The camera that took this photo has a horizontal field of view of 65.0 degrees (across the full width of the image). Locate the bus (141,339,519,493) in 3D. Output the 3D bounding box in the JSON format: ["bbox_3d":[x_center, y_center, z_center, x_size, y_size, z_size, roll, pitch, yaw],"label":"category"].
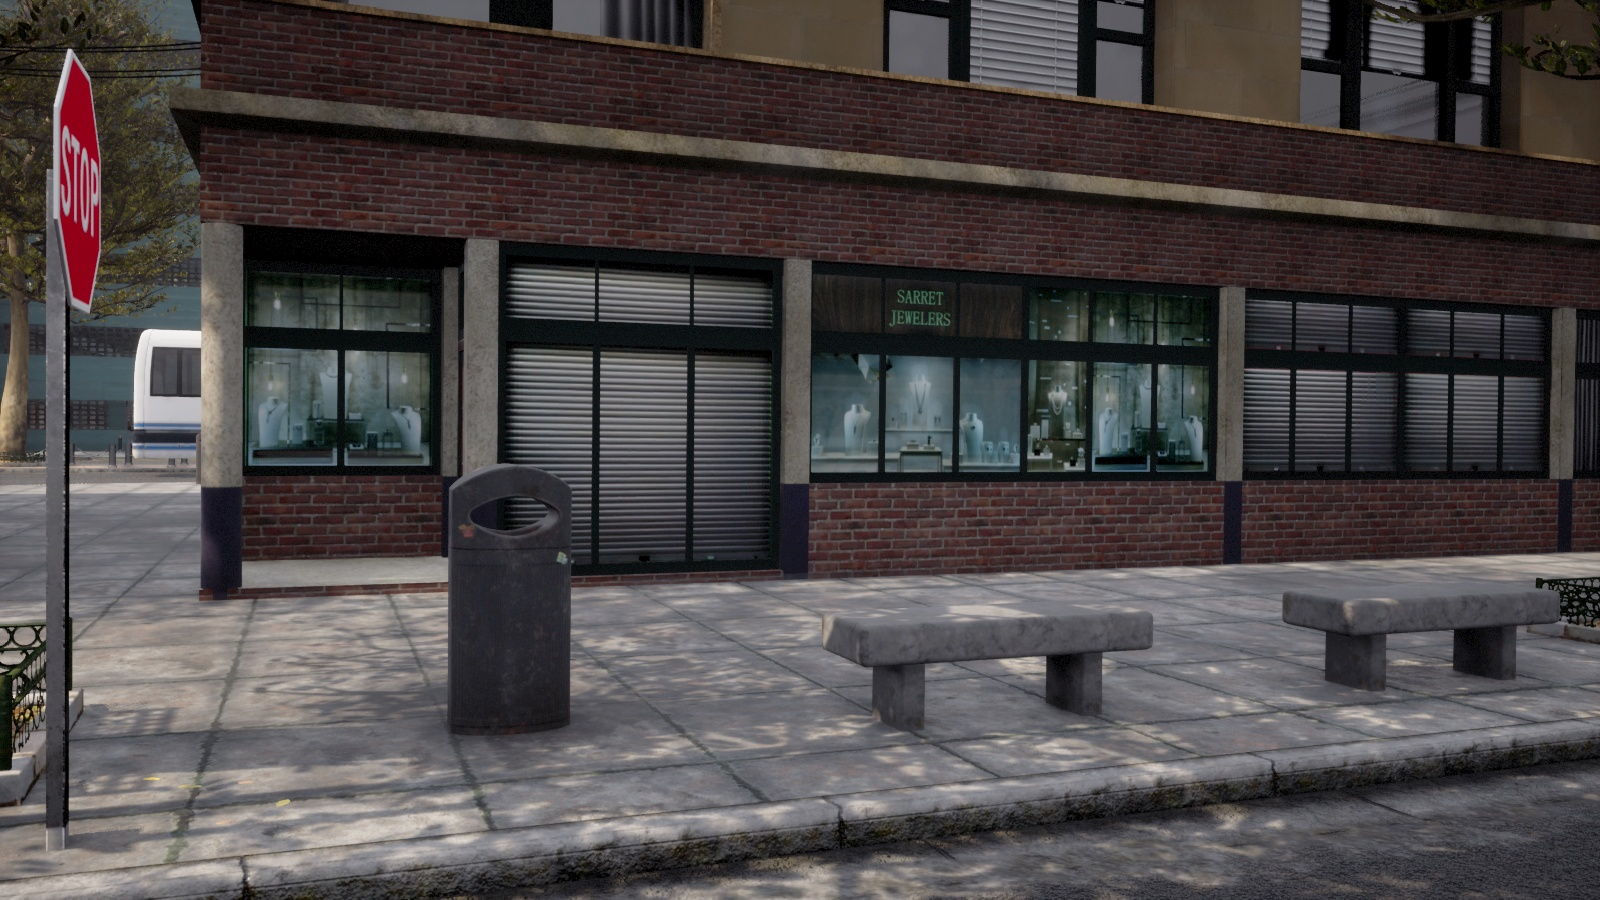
[{"bbox_3d":[-14.137,-1.052,38.468,10.273,4.253,3.944,-1,1,-21],"label":"bus"}]
